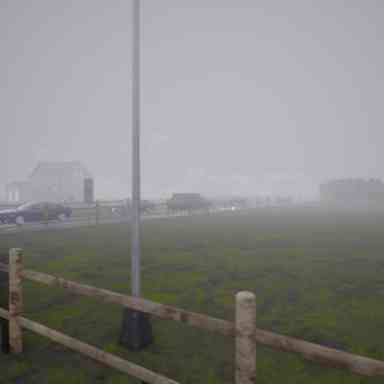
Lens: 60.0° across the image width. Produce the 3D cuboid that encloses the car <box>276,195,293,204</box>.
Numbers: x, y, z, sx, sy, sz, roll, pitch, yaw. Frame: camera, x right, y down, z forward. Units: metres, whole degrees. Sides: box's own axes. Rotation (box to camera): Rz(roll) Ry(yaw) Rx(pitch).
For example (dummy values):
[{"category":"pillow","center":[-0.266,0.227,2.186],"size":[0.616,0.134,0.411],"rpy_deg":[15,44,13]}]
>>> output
[{"category":"car","center":[16.244,1.283,58.168],"size":[1.994,1.385,4.181],"rpy_deg":[-1,0,35]}]

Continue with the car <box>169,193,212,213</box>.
[{"category":"car","center":[-0.068,1.078,34.454],"size":[2.150,2.045,5.566],"rpy_deg":[-1,0,34]}]

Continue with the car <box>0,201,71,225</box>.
[{"category":"car","center":[-11.094,1.422,23.691],"size":[1.882,1.535,5.008],"rpy_deg":[-1,0,36]}]

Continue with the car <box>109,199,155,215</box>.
[{"category":"car","center":[-5.635,1.395,31.565],"size":[2.128,1.511,4.902],"rpy_deg":[-1,0,35]}]

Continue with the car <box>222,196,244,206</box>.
[{"category":"car","center":[6.136,1.315,48.626],"size":[1.837,1.490,4.892],"rpy_deg":[-1,0,34]}]

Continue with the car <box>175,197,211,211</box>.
[{"category":"car","center":[0.222,1.364,40.072],"size":[1.837,1.490,4.892],"rpy_deg":[-1,0,34]}]
